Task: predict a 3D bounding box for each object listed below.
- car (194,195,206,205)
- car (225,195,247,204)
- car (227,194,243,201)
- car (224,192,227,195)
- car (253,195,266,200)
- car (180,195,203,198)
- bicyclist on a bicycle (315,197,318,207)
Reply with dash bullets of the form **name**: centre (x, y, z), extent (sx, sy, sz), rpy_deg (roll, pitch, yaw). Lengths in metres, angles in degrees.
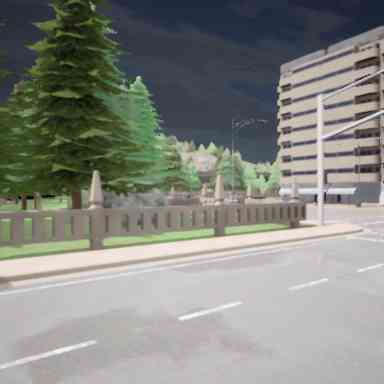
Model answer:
- **car**: centre (1.364, 1.302, 56.973), extent (1.882, 1.535, 5.008), rpy_deg (0, 0, 1)
- **car**: centre (4.631, 1.396, 40.935), extent (2.033, 1.411, 5.357), rpy_deg (0, 0, -24)
- **car**: centre (9.941, 1.287, 76.070), extent (1.812, 1.442, 4.674), rpy_deg (0, 0, 33)
- **car**: centre (5.525, 1.021, 63.557), extent (2.150, 2.045, 5.566), rpy_deg (0, 0, 10)
- **car**: centre (15.659, 1.338, 78.172), extent (1.895, 1.301, 4.718), rpy_deg (0, 0, 40)
- **car**: centre (0.549, 1.348, 42.225), extent (2.128, 1.511, 4.902), rpy_deg (0, 0, -19)
- **bicyclist on a bicycle**: centre (16.624, 1.113, 43.336), extent (1.656, 1.620, 0.582), rpy_deg (-1, 0, -29)
